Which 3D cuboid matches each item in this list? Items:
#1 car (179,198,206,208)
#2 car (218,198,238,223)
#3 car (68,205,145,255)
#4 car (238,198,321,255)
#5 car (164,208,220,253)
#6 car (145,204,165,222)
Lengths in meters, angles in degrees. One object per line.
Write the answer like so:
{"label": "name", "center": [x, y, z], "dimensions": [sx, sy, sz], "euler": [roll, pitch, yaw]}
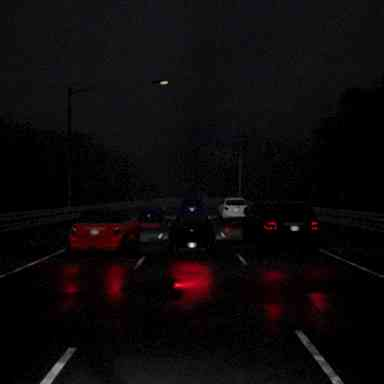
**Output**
{"label": "car", "center": [0.007, 1.509, 29.023], "dimensions": [2.150, 2.045, 5.566], "euler": [0, 0, 0]}
{"label": "car", "center": [3.507, 1.510, 29.028], "dimensions": [2.150, 2.045, 5.566], "euler": [0, 0, 0]}
{"label": "car", "center": [-3.495, 1.488, 14.079], "dimensions": [2.097, 1.767, 4.553], "euler": [0, -1, 0]}
{"label": "car", "center": [3.503, 1.354, 14.016], "dimensions": [2.150, 2.045, 5.566], "euler": [0, 0, 0]}
{"label": "car", "center": [0.006, 1.648, 14.301], "dimensions": [1.837, 1.490, 4.892], "euler": [0, 0, 0]}
{"label": "car", "center": [-3.489, 1.775, 29.482], "dimensions": [1.882, 1.535, 5.008], "euler": [0, 0, 0]}
